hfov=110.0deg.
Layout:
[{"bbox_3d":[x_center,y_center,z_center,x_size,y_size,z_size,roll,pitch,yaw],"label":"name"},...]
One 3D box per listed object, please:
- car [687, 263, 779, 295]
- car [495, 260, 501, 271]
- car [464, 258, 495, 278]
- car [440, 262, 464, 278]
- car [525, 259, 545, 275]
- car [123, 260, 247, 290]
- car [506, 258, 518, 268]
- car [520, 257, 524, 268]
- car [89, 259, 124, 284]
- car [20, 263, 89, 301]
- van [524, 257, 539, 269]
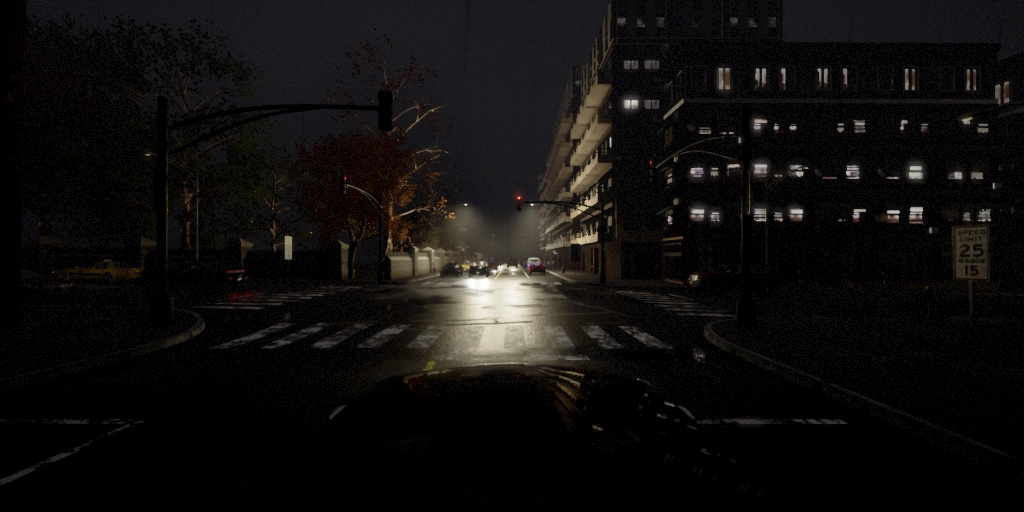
[{"bbox_3d":[13.472,1.353,21.942,5.009,1.841,2.192,0,0,0],"label":"car"},{"bbox_3d":[-3.039,1.346,50.908,1.994,1.385,4.181,0,0,0],"label":"car"},{"bbox_3d":[-3.073,1.255,34.531,2.128,1.511,4.902,0,0,-1],"label":"car"},{"bbox_3d":[-5.654,1.330,34.304,1.948,1.339,4.313,0,0,0],"label":"car"},{"bbox_3d":[2.733,1.314,39.925,1.888,1.381,4.507,0,0,0],"label":"car"},{"bbox_3d":[-16.926,0.976,19.087,4.902,1.511,2.128,1,0,-1],"label":"car"},{"bbox_3d":[0.067,1.304,62.598,1.837,1.490,4.892,0,0,0],"label":"car"},{"bbox_3d":[2.752,1.230,56.815,1.967,1.591,4.097,0,0,0],"label":"car"},{"bbox_3d":[-24.721,0.883,21.620,4.829,1.417,1.751,0,0,0],"label":"car"},{"bbox_3d":[-18.949,1.007,13.288,4.207,1.307,1.802,0,0,0],"label":"car"},{"bbox_3d":[2.740,1.116,45.555,1.690,1.789,3.998,0,0,0],"label":"van"}]
